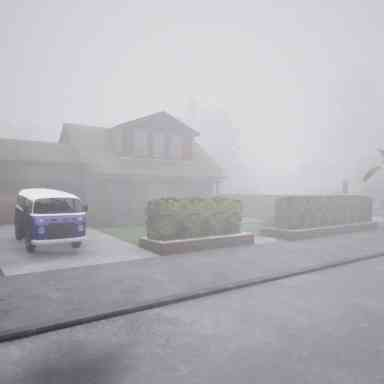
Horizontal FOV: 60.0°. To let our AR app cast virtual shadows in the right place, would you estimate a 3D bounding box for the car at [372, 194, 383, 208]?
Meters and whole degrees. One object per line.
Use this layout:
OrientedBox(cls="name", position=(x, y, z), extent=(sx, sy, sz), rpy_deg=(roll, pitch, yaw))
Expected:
OrientedBox(cls="car", position=(24.038, 0.986, 40.783), extent=(3.866, 1.878, 1.905), rpy_deg=(0, 0, 0))
